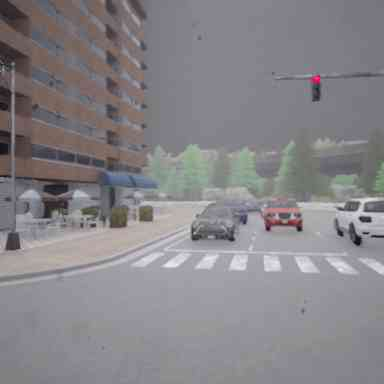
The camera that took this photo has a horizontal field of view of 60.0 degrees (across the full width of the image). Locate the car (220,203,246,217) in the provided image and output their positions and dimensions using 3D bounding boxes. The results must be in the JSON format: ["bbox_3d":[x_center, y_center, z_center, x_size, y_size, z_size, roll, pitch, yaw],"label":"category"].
[{"bbox_3d":[4.438,1.914,36.779,1.994,1.385,4.181,0,-1,-5],"label":"car"}]

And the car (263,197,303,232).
[{"bbox_3d":[5.948,1.391,21.912,2.150,2.045,5.566,-1,-1,12],"label":"car"}]

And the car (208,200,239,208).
[{"bbox_3d":[5.606,2.141,59.427,5.357,1.411,2.033,-1,-1,45],"label":"car"}]

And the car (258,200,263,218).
[{"bbox_3d":[7.629,1.786,31.365,1.812,1.442,4.674,-1,-1,6],"label":"car"}]

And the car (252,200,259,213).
[{"bbox_3d":[7.273,1.731,41.613,2.097,1.767,4.553,0,-1,-15],"label":"car"}]

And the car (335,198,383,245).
[{"bbox_3d":[8.463,1.301,15.964,2.150,2.045,5.566,-1,-1,12],"label":"car"}]

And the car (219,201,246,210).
[{"bbox_3d":[6.345,2.074,52.569,1.994,1.385,4.181,0,-1,-34],"label":"car"}]

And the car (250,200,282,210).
[{"bbox_3d":[11.231,1.940,51.021,2.128,1.511,4.902,0,-1,-26],"label":"car"}]

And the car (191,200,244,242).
[{"bbox_3d":[1.366,1.514,17.525,2.097,1.767,4.553,-1,-1,12],"label":"car"}]

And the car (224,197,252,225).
[{"bbox_3d":[3.445,1.469,26.878,2.150,2.045,5.566,-1,-1,12],"label":"car"}]
